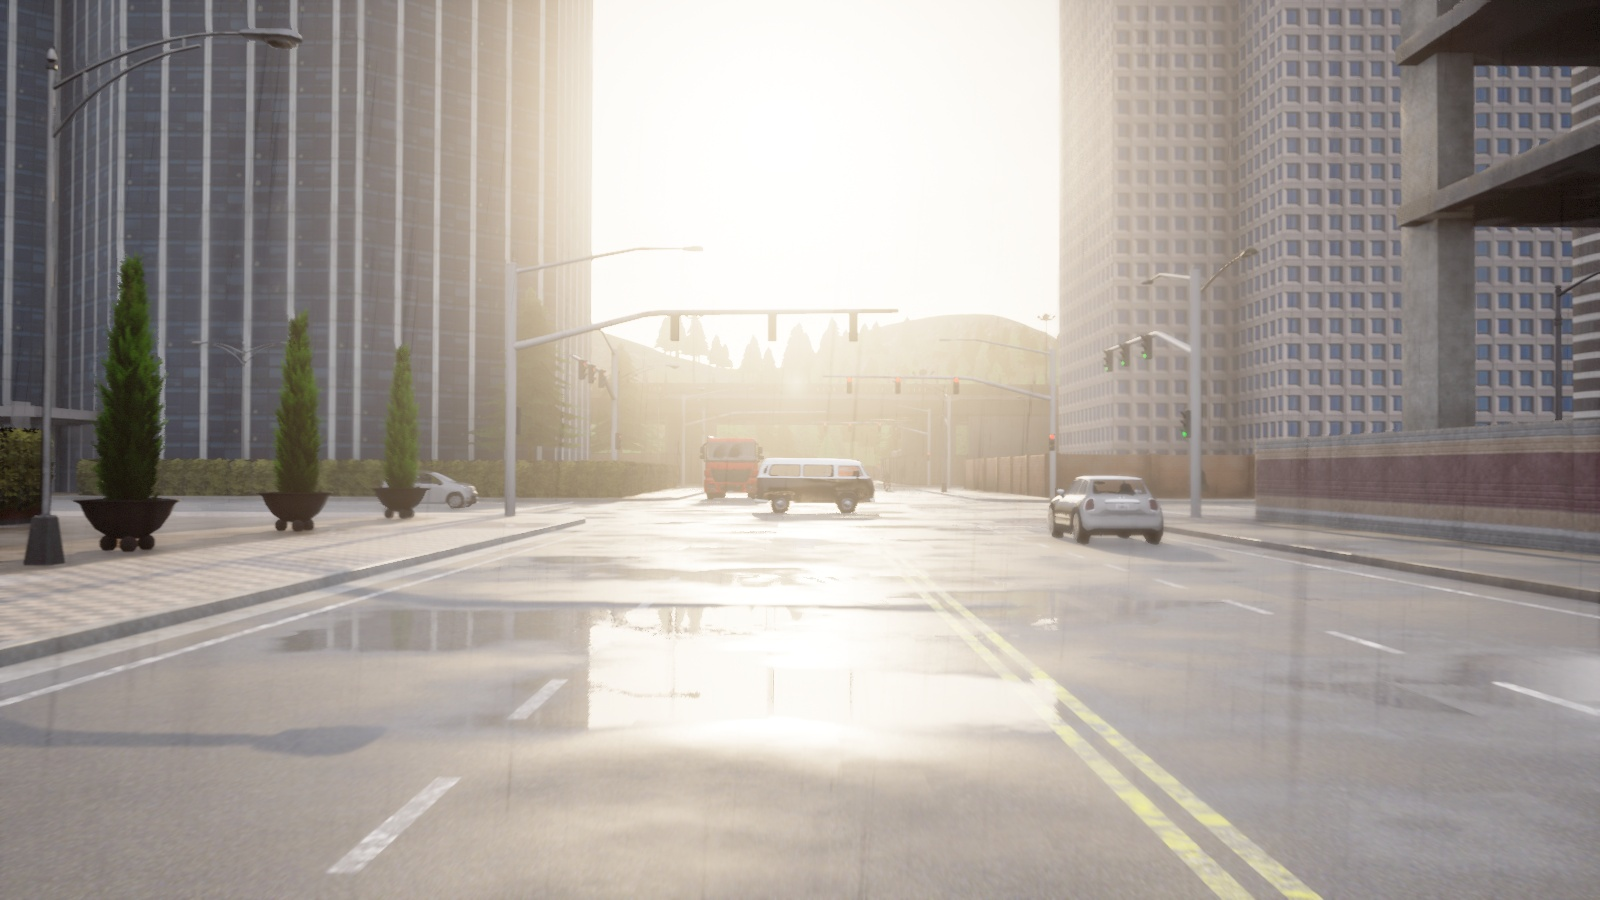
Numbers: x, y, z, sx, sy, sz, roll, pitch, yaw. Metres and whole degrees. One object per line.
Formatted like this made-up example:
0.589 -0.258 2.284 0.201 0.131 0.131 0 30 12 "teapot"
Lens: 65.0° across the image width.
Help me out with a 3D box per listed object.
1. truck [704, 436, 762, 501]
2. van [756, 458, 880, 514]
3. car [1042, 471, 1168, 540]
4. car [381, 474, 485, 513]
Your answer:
-3.678 1.033 70.820 2.891 3.462 7.936 0 -1 0 "truck"
0.633 1.318 46.739 4.480 2.038 2.069 0 -1 -1 "van"
6.928 1.236 28.920 1.970 1.475 3.806 0 -1 0 "car"
-14.564 1.724 49.982 3.633 1.501 1.845 0 -1 -1 "car"
